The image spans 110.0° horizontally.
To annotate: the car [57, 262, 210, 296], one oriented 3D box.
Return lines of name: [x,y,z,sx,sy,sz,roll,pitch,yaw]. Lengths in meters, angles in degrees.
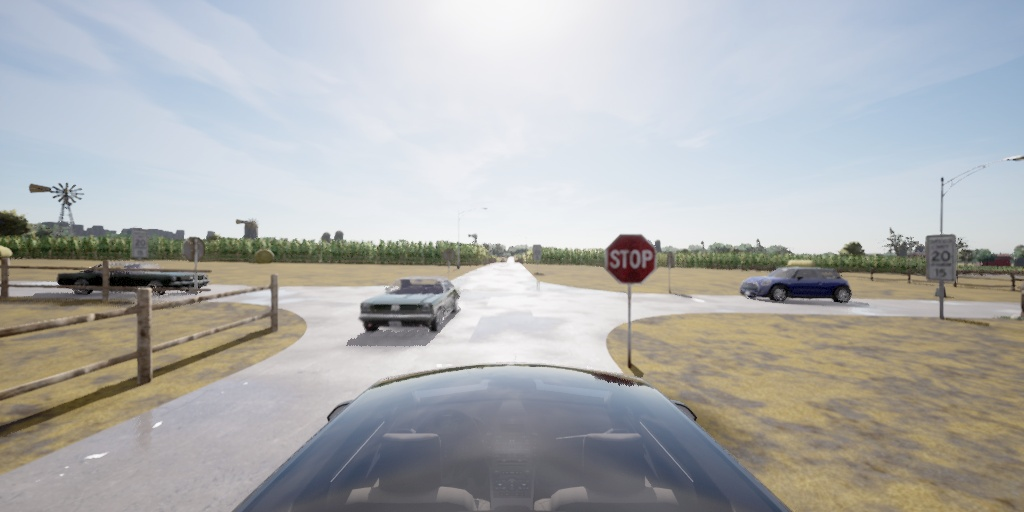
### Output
car: [-15.615,0.934,15.024,4.718,1.301,1.895,1,0,0]

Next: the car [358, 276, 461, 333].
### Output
car: [-2.741,1.282,10.627,1.895,1.301,4.718,0,0,0]

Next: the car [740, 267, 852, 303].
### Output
car: [14.092,1.345,18.021,4.553,1.767,2.097,1,0,0]
